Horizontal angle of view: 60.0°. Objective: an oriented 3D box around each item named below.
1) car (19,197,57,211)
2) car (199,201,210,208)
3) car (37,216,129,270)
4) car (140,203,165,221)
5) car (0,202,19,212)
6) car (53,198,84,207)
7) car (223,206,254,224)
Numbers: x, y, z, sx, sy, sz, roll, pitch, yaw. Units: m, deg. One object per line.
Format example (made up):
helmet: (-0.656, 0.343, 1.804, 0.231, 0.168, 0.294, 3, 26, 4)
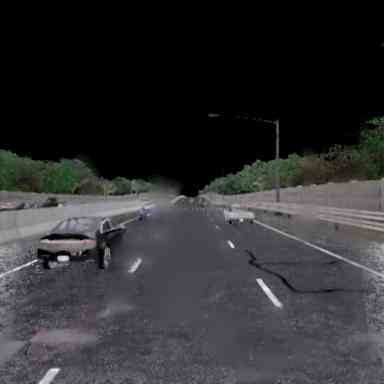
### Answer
car: (-17.605, 1.559, 39.308, 2.150, 2.045, 5.566, 0, -1, 0)
car: (3.465, 2.999, 82.018, 2.033, 1.649, 4.856, 0, -2, 0)
car: (-3.404, 1.560, 11.216, 2.128, 1.511, 4.902, 0, 0, 0)
car: (-3.412, 1.721, 28.929, 1.812, 1.442, 4.674, 0, -1, 0)
car: (-21.099, 1.904, 40.373, 2.033, 1.411, 5.357, 0, -1, 0)
car: (-14.105, 1.833, 39.438, 2.128, 1.511, 4.902, 0, -1, 0)
car: (3.590, 1.772, 26.306, 1.895, 1.301, 4.718, 0, 0, 0)
